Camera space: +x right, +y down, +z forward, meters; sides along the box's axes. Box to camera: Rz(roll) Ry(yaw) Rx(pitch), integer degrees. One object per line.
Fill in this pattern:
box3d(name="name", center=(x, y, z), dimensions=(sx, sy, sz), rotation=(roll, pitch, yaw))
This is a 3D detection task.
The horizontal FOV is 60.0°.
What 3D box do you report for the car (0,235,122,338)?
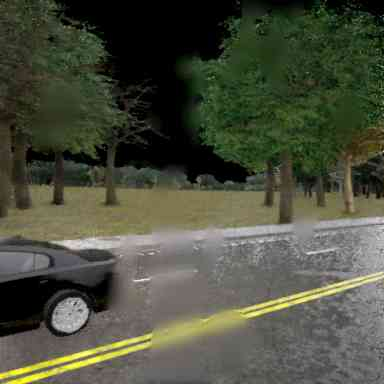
box3d(name="car", center=(-3.598, 1.476, 5.111), dimensions=(5.008, 1.535, 1.882), rotation=(1, 0, -36))
